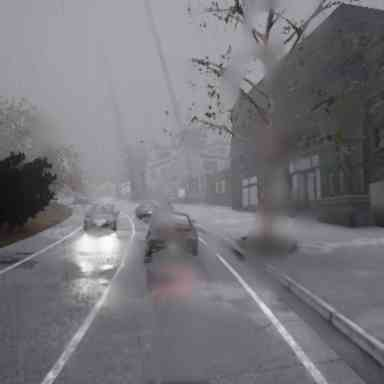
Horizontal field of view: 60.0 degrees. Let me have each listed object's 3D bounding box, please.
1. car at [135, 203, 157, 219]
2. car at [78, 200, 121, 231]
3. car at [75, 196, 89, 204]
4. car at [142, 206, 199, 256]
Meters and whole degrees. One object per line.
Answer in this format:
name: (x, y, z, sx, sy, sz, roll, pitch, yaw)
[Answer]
car: (-3.946, 1.645, 29.547, 1.994, 1.385, 4.181, 1, -1, -14)
car: (-5.443, 1.493, 20.418, 2.128, 1.511, 4.902, 1, 0, -11)
car: (-19.298, 1.416, 58.473, 1.882, 1.535, 5.008, 3, -1, -28)
car: (-0.861, 1.531, 13.188, 1.837, 1.490, 4.892, 1, 0, -6)
